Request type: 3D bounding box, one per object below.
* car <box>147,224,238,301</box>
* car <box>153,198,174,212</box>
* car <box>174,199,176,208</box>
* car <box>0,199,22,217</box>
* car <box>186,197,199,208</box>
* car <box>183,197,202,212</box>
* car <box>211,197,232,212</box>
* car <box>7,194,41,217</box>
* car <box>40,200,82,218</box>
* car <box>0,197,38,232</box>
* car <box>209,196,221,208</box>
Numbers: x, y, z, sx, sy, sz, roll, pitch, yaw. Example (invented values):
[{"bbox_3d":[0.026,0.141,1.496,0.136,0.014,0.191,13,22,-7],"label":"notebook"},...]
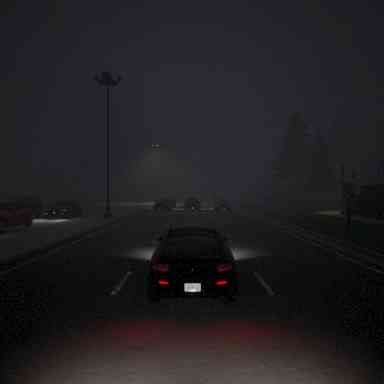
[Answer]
[{"bbox_3d":[0.017,1.526,8.198,1.812,1.442,4.674,0,0,0],"label":"car"},{"bbox_3d":[-3.421,1.525,39.232,1.812,1.442,4.674,0,0,0],"label":"car"},{"bbox_3d":[-3.401,1.563,49.235,1.994,1.385,4.181,0,0,0],"label":"car"},{"bbox_3d":[-18.436,1.505,31.840,1.837,1.490,4.892,0,0,0],"label":"car"},{"bbox_3d":[0.099,1.504,49.228,1.837,1.490,4.892,0,0,0],"label":"car"},{"bbox_3d":[0.078,1.504,38.808,1.837,1.490,4.892,0,0,0],"label":"car"},{"bbox_3d":[3.579,1.600,39.247,1.895,1.301,4.718,0,0,0],"label":"car"},{"bbox_3d":[-14.942,1.221,28.776,2.150,2.045,5.566,0,0,0],"label":"car"},{"bbox_3d":[-11.439,1.505,30.015,1.837,1.490,4.892,0,0,0],"label":"car"},{"bbox_3d":[-11.465,1.352,19.841,2.097,1.767,4.553,0,0,0],"label":"car"},{"bbox_3d":[3.599,1.351,49.191,2.097,1.767,4.553,0,0,0],"label":"car"}]
